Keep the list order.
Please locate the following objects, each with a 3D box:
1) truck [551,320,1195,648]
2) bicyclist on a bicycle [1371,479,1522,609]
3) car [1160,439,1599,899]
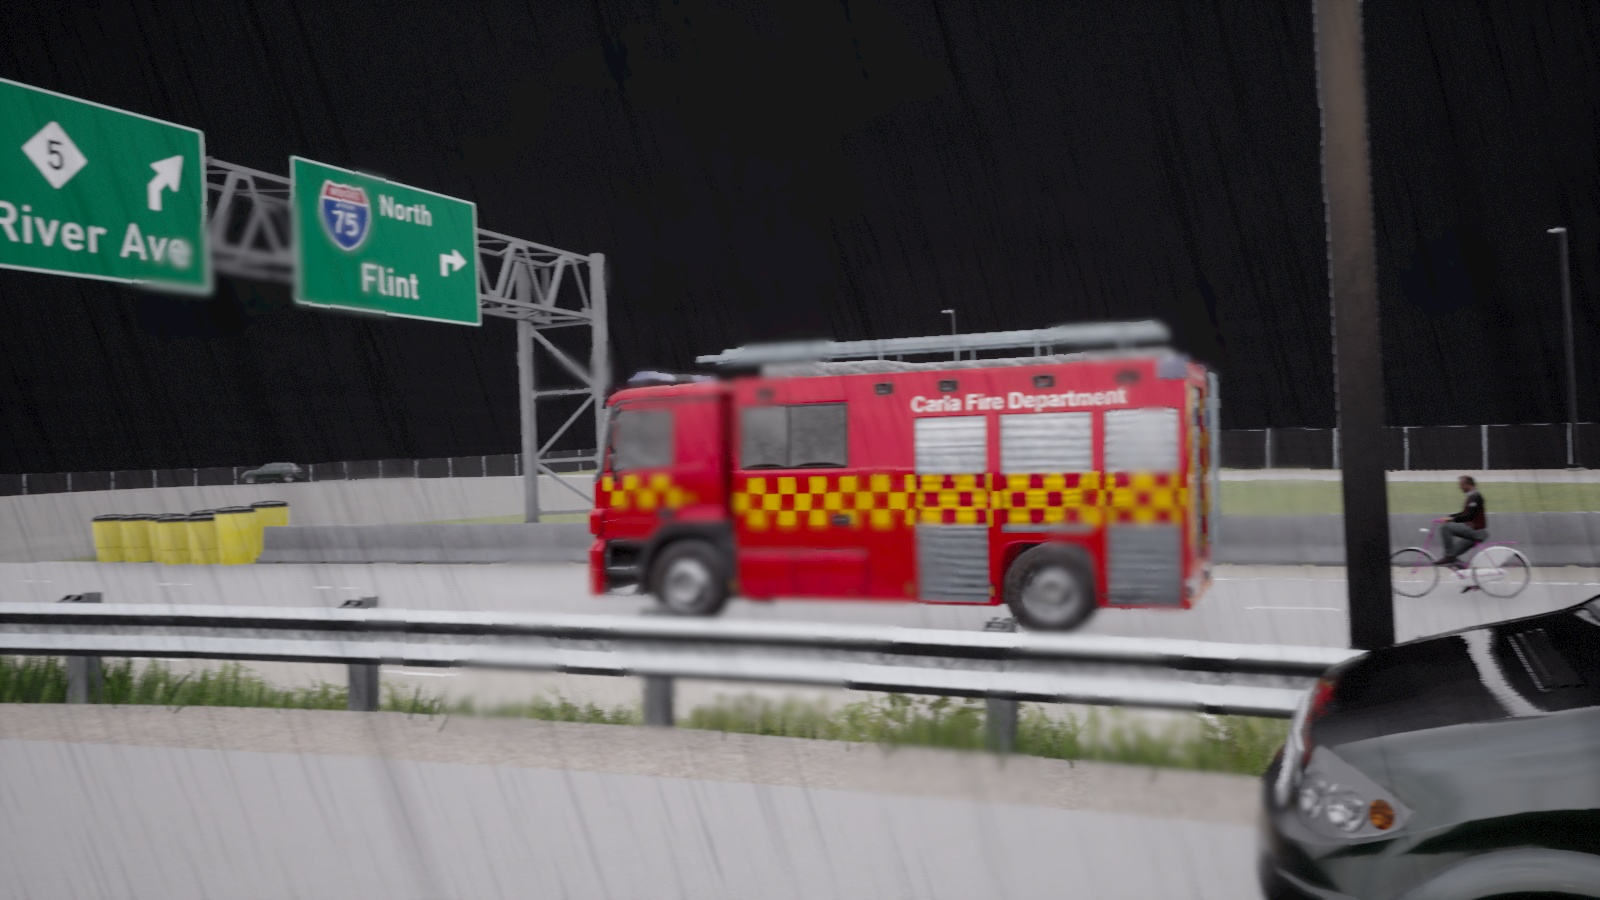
[{"bbox_3d":[0.943,0.458,17.638,8.468,3.827,2.891,-1,0,23],"label":"truck"},{"bbox_3d":[9.192,1.315,17.932,1.843,1.776,0.659,-1,0,23],"label":"bicyclist on a bicycle"},{"bbox_3d":[2.752,0.773,2.454,3.705,1.549,1.789,1,1,25],"label":"car"}]
